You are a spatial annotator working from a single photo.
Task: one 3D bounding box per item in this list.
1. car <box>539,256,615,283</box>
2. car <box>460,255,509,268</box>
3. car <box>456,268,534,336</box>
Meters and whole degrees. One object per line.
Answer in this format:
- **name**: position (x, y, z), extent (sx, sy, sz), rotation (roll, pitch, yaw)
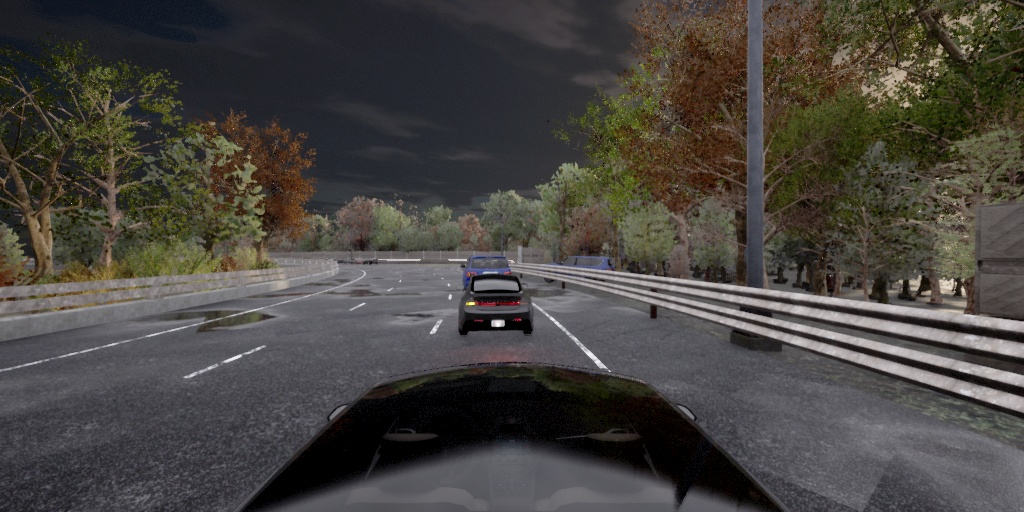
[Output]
- **car**: position (4.713, 0.996, 26.266), extent (5.566, 2.045, 2.150), rotation (3, 1, 20)
- **car**: position (-1.332, 0.969, 17.866), extent (2.150, 2.045, 5.566), rotation (0, 0, -9)
- **car**: position (-0.543, 1.254, 10.409), extent (1.837, 1.490, 4.892), rotation (0, 0, -5)
